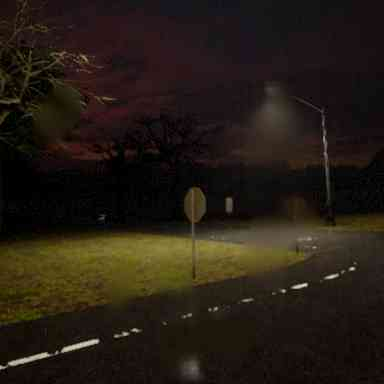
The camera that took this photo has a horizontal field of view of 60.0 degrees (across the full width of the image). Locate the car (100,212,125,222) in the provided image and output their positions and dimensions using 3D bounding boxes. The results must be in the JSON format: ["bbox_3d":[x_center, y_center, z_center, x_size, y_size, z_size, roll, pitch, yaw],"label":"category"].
[{"bbox_3d":[-12.850,4.207,55.137,2.033,1.411,5.357,-2,-2,-34],"label":"car"}]

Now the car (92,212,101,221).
[{"bbox_3d":[-16.861,4.439,60.908,2.128,1.511,4.902,-2,-1,-35],"label":"car"}]
